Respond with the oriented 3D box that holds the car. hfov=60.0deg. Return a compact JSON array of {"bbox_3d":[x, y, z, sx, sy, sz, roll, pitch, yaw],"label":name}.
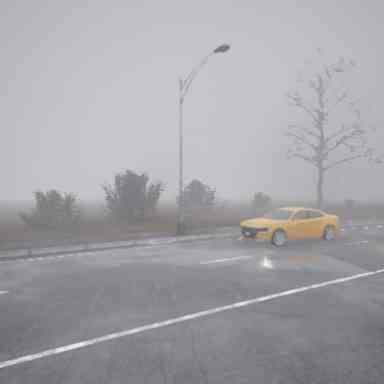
[{"bbox_3d":[4.447,1.435,14.953,5.008,1.535,1.882,0,0,-30],"label":"car"}]
